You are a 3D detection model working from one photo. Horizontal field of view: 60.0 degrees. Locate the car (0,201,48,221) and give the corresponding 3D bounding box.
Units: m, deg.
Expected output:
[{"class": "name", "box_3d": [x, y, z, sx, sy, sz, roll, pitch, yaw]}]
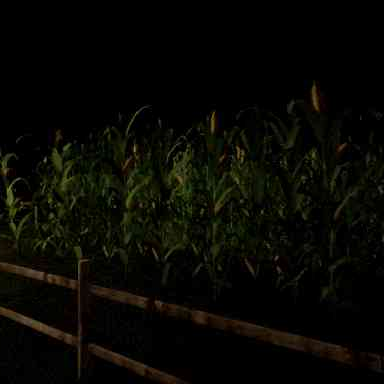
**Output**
[{"class": "car", "box_3d": [-12.490, 1.370, 24.599, 1.895, 1.301, 4.718, 0, 1, 38]}]
